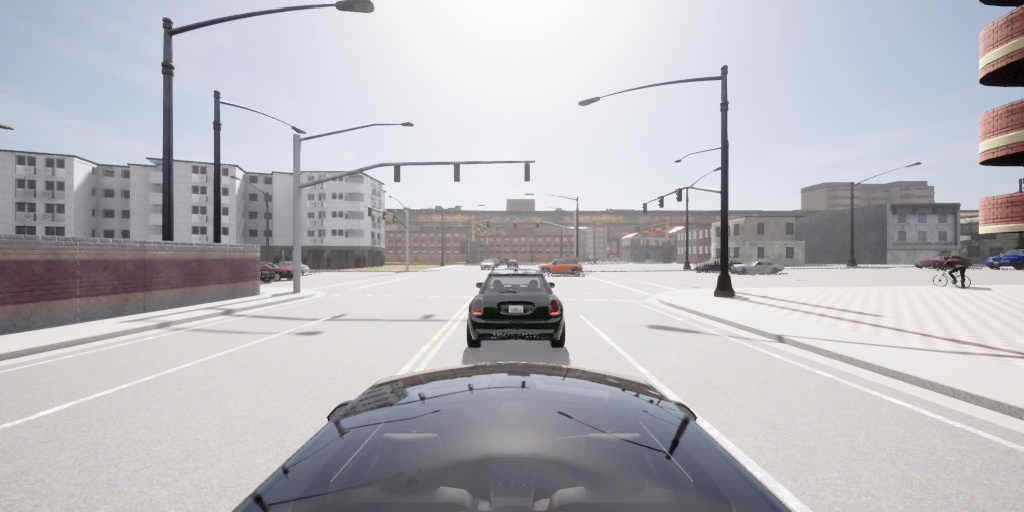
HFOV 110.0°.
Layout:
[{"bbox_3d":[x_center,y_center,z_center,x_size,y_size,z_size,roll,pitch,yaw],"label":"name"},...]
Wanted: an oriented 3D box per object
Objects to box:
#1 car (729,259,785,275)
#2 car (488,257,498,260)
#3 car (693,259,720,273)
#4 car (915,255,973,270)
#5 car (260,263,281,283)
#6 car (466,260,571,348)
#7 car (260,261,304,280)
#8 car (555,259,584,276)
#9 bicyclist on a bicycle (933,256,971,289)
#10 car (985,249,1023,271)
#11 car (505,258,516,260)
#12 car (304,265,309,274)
[{"bbox_3d":[23.599,1.135,34.991,4.718,1.301,1.895,-1,0,1],"label":"car"},{"bbox_3d":[-3.527,1.276,52.867,1.812,1.442,4.674,0,0,0],"label":"car"},{"bbox_3d":[22.116,1.049,38.527,4.902,1.511,2.128,-1,0,1],"label":"car"},{"bbox_3d":[45.719,0.676,37.988,4.674,1.442,1.812,-1,0,2],"label":"car"},{"bbox_3d":[-19.820,1.351,25.855,4.718,1.301,1.895,0,0,1],"label":"car"},{"bbox_3d":[0.091,1.102,9.431,2.097,1.767,4.553,0,0,0],"label":"car"},{"bbox_3d":[-20.271,1.228,29.325,5.008,1.535,1.882,0,0,1],"label":"car"},{"bbox_3d":[4.658,1.056,35.511,4.553,1.767,2.097,0,0,3],"label":"car"},{"bbox_3d":[22.671,0.844,18.521,0.582,1.620,1.656,-1,0,1],"label":"bicyclist on a bicycle"},{"bbox_3d":[49.278,0.310,34.379,5.566,2.045,2.150,-1,0,2],"label":"car"},{"bbox_3d":[0.160,1.275,63.532,1.812,1.442,4.674,0,0,0],"label":"car"},{"bbox_3d":[-23.232,1.275,36.581,4.674,1.442,1.812,0,0,0],"label":"car"}]
